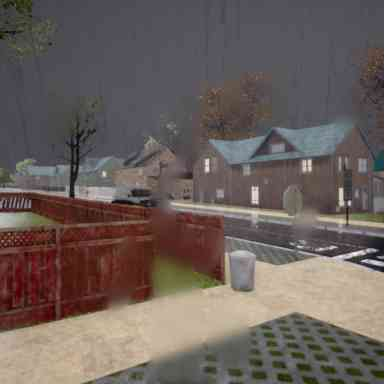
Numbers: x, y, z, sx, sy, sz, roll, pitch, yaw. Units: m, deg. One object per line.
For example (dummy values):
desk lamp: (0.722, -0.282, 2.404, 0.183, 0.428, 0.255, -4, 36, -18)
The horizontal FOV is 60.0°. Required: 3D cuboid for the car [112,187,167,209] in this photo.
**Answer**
car: (-4.047, 0.674, 24.693, 2.150, 2.045, 5.566, -1, 3, -36)
